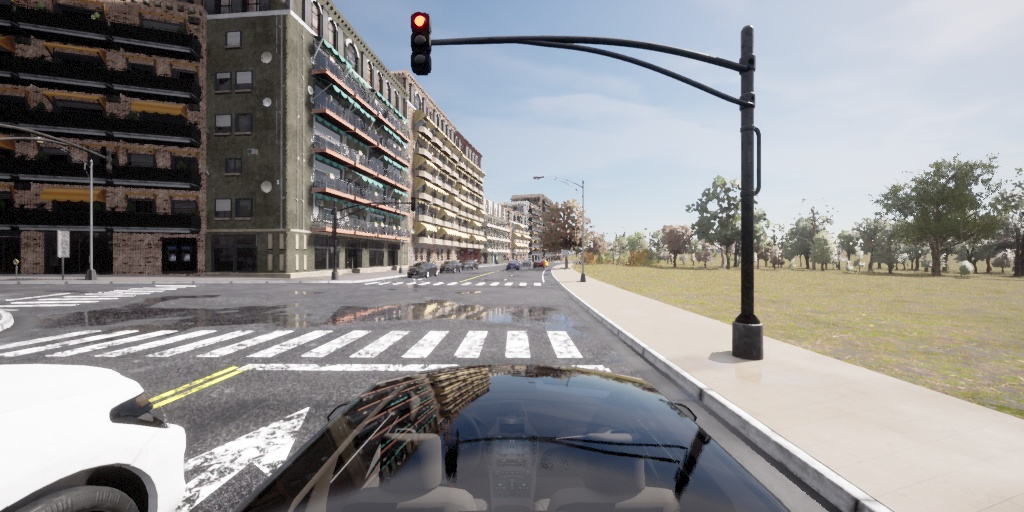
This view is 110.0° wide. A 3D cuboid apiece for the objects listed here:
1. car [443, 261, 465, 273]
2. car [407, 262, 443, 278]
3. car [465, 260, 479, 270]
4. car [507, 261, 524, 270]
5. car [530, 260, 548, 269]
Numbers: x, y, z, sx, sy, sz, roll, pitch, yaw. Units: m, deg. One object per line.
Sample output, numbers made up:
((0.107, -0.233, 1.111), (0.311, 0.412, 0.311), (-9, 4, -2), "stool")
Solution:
((-7.593, 1.350, 44.608), (1.837, 1.490, 4.892), (0, 0, 6), "car")
((-8.504, 1.313, 34.511), (1.837, 1.490, 4.892), (0, 0, 5), "car")
((-6.407, 1.378, 54.929), (2.128, 1.511, 4.902), (0, 0, 7), "car")
((0.286, 1.413, 54.572), (1.812, 1.442, 4.674), (0, 0, 7), "car")
((4.865, 1.413, 63.842), (1.882, 1.535, 5.008), (0, 0, 9), "car")
